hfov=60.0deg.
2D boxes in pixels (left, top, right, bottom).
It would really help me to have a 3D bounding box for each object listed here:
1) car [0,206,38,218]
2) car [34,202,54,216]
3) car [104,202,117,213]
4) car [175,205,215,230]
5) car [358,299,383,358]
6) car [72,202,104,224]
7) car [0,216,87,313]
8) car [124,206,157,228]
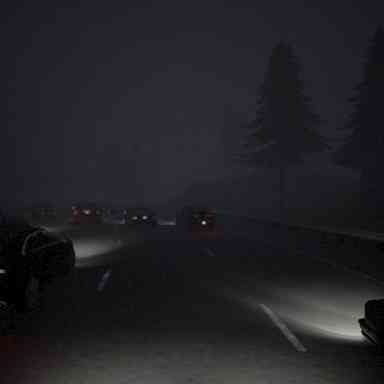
[{"bbox_3d":[-8.728,1.618,14.737,2.128,1.511,4.902,0,0,-11],"label":"car"},{"bbox_3d":[-14.761,1.756,32.822,2.128,1.511,4.902,0,0,-25],"label":"car"},{"bbox_3d":[-10.548,1.896,39.925,1.895,1.301,4.718,0,0,-28],"label":"car"},{"bbox_3d":[0.107,1.651,22.731,1.837,1.490,4.892,0,0,-15],"label":"car"},{"bbox_3d":[3.361,1.551,2.240,2.033,1.411,5.357,0,0,-2],"label":"car"},{"bbox_3d":[-8.369,1.552,26.379,2.097,1.767,4.553,0,0,-18],"label":"car"},{"bbox_3d":[-4.116,1.557,7.703,2.128,1.511,4.902,0,0,-6],"label":"car"},{"bbox_3d":[-3.757,1.714,23.758,2.033,1.411,5.357,0,0,-17],"label":"car"}]
